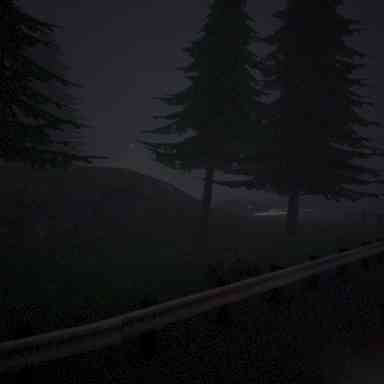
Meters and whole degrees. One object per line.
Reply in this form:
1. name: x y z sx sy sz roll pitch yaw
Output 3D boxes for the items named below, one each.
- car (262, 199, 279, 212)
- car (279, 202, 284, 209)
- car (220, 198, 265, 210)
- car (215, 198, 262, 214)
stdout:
1. car: 6.834 1.544 38.539 5.357 1.411 2.033 0 0 36
2. car: 9.960 1.594 44.914 4.718 1.301 1.895 0 0 36
3. car: 6.488 1.534 43.100 5.357 1.411 2.033 0 0 36
4. car: 4.696 1.521 35.766 4.674 1.442 1.812 0 0 36
